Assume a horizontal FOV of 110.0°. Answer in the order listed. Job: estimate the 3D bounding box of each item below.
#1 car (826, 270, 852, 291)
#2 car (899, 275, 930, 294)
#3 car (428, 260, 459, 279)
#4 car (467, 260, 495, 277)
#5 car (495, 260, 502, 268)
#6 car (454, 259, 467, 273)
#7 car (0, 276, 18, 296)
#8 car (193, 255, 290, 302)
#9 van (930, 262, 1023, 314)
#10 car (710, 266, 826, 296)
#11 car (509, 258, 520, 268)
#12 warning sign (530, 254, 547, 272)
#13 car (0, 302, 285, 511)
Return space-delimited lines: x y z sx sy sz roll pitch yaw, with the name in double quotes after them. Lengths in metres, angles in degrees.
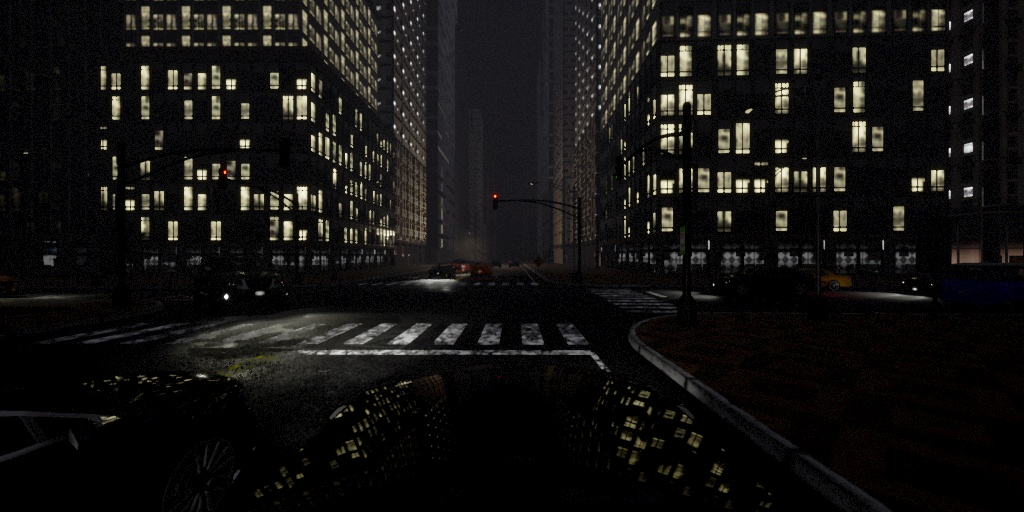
17.177 1.294 21.268 4.829 1.417 1.751 0 0 2 "car"
23.464 1.324 18.412 5.357 1.411 2.033 0 0 2 "car"
-6.453 1.345 33.331 1.994 1.385 4.181 0 0 0 "car"
-2.949 1.262 35.393 1.882 1.535 5.008 0 0 0 "car"
-2.859 1.372 64.383 1.837 1.490 4.892 0 0 0 "car"
-6.407 1.154 43.328 2.097 1.767 4.553 0 0 0 "car"
-26.983 1.236 17.201 5.008 1.535 1.882 0 0 1 "car"
-11.032 0.982 14.471 5.566 2.045 2.150 0 -2 40 "car"
18.409 1.120 13.090 3.998 1.789 1.690 0 0 2 "van"
13.064 1.274 18.836 4.892 1.490 1.837 0 0 2 "car"
0.390 1.359 64.826 2.128 1.511 4.902 0 0 1 "car"
3.033 0.912 41.321 1.300 1.860 1.060 0 0 0 "warning sign"
-3.155 1.241 1.132 2.128 1.511 4.902 0 0 0 "car"
